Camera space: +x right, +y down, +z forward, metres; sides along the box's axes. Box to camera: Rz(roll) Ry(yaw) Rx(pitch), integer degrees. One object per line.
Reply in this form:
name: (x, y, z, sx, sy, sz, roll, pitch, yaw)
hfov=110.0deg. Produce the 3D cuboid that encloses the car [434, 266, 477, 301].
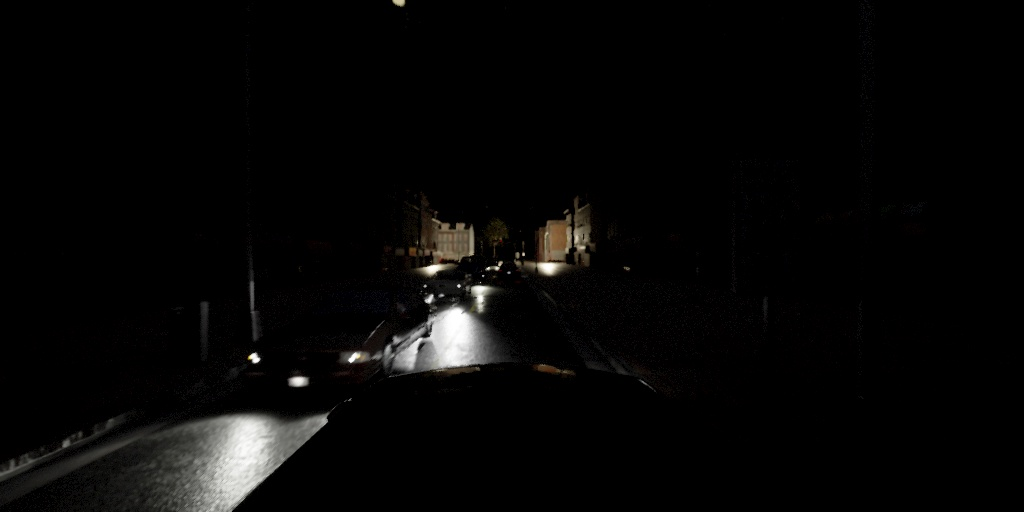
car: (-3.005, 1.365, 17.458, 1.895, 1.301, 4.718, 0, 0, -1)

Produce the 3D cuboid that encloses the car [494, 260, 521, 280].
car: (-0.254, 1.318, 31.156, 1.994, 1.385, 4.181, 0, 0, 0)

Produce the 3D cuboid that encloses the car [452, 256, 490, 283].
car: (-3.075, 0.989, 28.144, 2.150, 2.045, 5.566, 0, 0, -2)

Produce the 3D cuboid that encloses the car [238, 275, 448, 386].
car: (-2.894, 1.312, 7.501, 2.033, 1.411, 5.357, 0, 0, 0)
